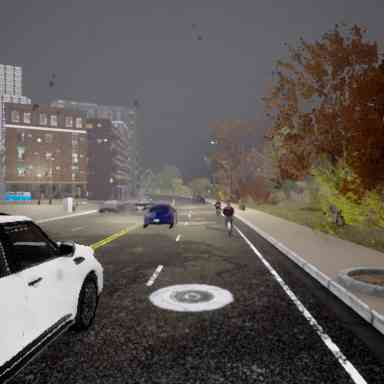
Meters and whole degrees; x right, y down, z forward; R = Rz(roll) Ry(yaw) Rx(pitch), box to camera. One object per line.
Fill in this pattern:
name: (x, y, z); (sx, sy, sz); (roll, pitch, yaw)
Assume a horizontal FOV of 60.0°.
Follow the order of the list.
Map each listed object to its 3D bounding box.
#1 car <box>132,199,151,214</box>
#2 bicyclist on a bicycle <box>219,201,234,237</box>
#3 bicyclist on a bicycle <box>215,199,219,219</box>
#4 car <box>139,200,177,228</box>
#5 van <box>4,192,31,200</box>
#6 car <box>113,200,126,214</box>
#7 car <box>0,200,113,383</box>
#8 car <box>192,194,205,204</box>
car: (-5.149, 1.485, 35.547); (2.128, 1.511, 4.902); (0, 0, 1)
bicyclist on a bicycle: (1.866, 1.367, 17.059); (0.659, 1.776, 1.843); (0, 0, 2)
bicyclist on a bicycle: (2.205, 1.446, 28.107); (0.582, 1.620, 1.656); (0, 0, 1)
car: (-2.012, 1.522, 21.943); (1.812, 1.442, 4.674); (0, 0, 2)
van: (-29.548, 0.888, 56.612); (3.998, 1.788, 1.690); (1, -1, -30)
car: (-8.395, 1.542, 35.434); (2.033, 1.411, 5.357); (0, 0, 1)
car: (-2.822, 1.220, 3.726); (2.150, 2.045, 5.566); (0, 0, 3)
car: (1.381, 1.477, 60.612); (1.837, 1.490, 4.892); (0, 0, -1)
